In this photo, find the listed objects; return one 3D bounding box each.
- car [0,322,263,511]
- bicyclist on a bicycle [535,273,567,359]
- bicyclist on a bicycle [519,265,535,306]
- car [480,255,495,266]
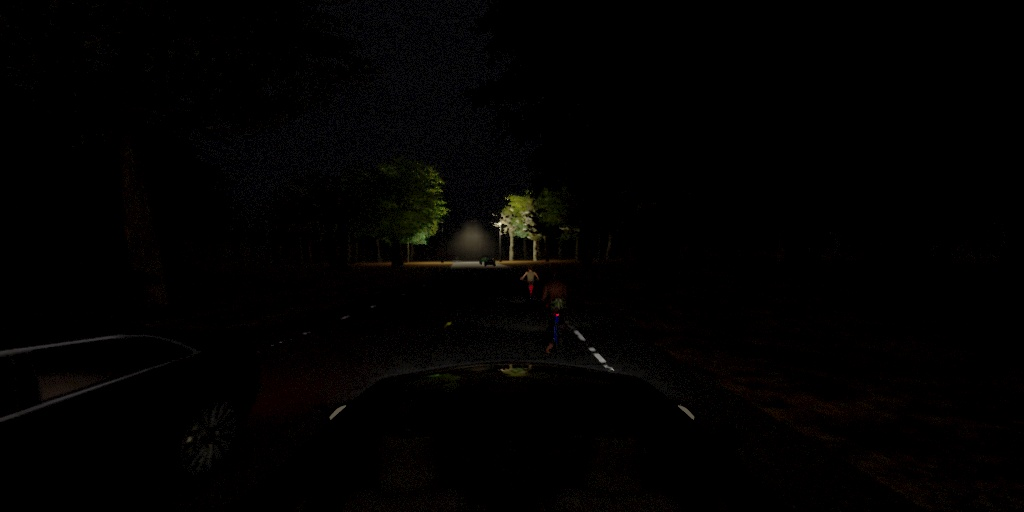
[{"bbox_3d":[-3.630,1.241,1.869,2.128,1.511,4.902,0,0,0],"label":"car"},{"bbox_3d":[0.898,1.194,7.440,0.582,1.620,1.656,0,0,-1],"label":"bicyclist on a bicycle"},{"bbox_3d":[0.739,1.164,14.665,0.866,1.612,1.509,0,1,-2],"label":"bicyclist on a bicycle"},{"bbox_3d":[-4.016,1.059,64.125,2.128,1.511,4.902,0,0,-7],"label":"car"}]
